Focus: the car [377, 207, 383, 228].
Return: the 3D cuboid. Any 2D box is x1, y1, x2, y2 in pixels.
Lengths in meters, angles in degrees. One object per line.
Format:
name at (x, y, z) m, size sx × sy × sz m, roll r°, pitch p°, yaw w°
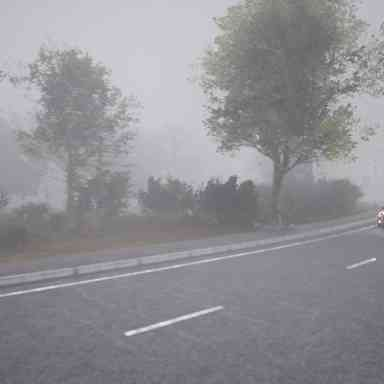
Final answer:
car at (13.436, 1.355, 21.244) m, size 2.097 × 1.767 × 4.553 m, roll 0°, pitch 0°, yaw 42°
